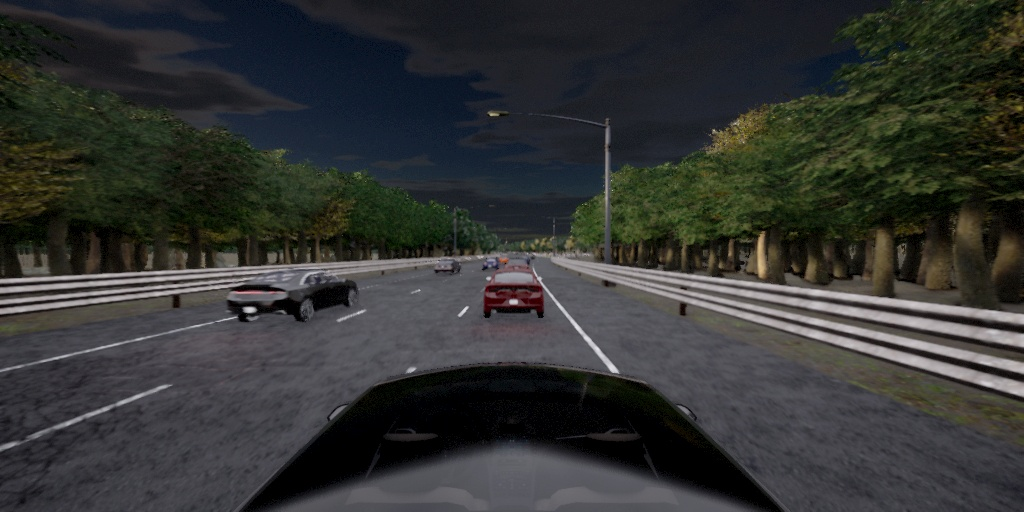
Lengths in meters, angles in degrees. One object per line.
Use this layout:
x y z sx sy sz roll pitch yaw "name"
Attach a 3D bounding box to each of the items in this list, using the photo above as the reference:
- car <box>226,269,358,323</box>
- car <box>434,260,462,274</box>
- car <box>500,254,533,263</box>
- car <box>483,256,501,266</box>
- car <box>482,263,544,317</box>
-6.838 1.173 11.819 2.128 1.511 4.902 0 0 1 "car"
-6.340 1.054 35.866 2.033 1.411 5.357 0 0 2 "car"
0.413 0.913 29.446 2.097 1.767 4.553 0 0 2 "car"
-2.466 0.970 44.175 1.812 1.442 4.674 0 0 3 "car"
0.078 1.173 12.853 1.882 1.535 5.008 0 0 1 "car"
